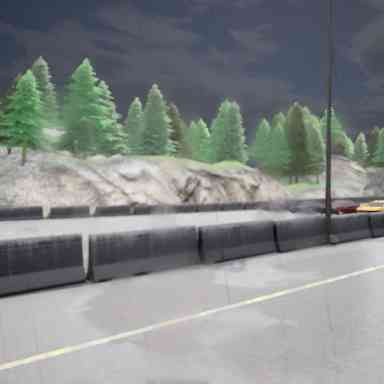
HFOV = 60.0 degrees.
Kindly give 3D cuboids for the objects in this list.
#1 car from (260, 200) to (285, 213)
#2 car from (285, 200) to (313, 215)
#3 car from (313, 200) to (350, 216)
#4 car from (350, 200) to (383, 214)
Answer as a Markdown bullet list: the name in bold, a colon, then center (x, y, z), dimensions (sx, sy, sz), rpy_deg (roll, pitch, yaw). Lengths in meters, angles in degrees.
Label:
- **car**: center (10.010, 1.565, 37.058), dimensions (5.357, 1.411, 2.033), rpy_deg (0, 0, -36)
- **car**: center (11.963, 1.582, 34.150), dimensions (4.181, 1.385, 1.994), rpy_deg (0, 0, -36)
- **car**: center (13.934, 1.495, 31.258), dimensions (5.008, 1.535, 1.882), rpy_deg (0, 0, -36)
- **car**: center (15.986, 1.495, 28.422), dimensions (5.008, 1.535, 1.882), rpy_deg (0, 0, -36)
